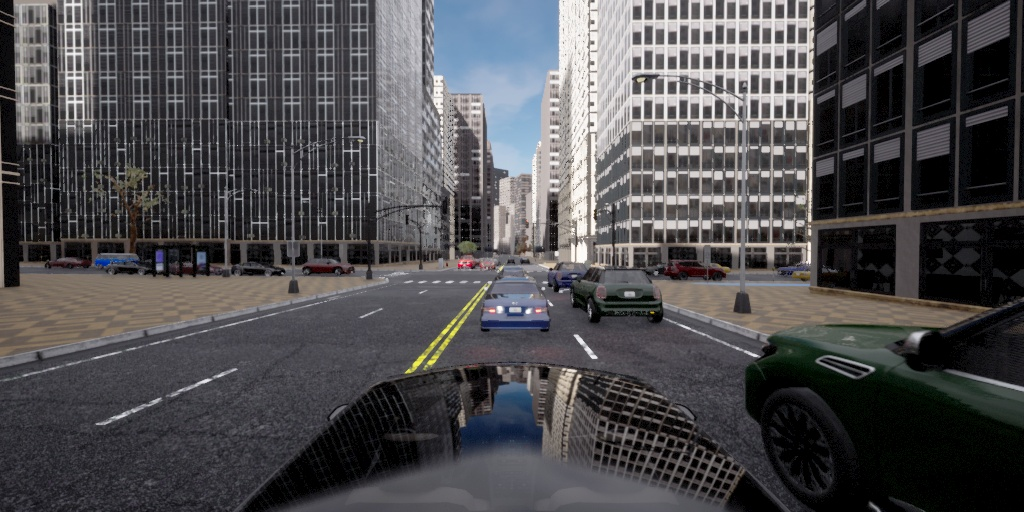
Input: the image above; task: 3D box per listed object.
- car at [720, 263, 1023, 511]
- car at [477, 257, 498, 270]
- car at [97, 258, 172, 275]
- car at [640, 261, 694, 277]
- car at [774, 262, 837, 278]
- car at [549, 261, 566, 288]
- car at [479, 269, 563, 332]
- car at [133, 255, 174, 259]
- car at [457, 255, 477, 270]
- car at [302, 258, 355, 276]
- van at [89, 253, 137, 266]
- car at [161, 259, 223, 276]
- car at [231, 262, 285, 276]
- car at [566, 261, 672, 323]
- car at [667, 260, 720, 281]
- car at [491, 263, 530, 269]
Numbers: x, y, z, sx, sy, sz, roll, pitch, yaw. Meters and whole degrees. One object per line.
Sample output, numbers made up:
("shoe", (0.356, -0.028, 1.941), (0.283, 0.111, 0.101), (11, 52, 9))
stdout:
("car", (3.341, 0.974, 1.126), (2.150, 2.045, 5.566), (0, 0, 1))
("car", (-3.424, 1.067, 51.258), (2.097, 1.767, 4.553), (0, 0, -1))
("car", (-34.165, 1.068, 32.532), (4.313, 1.339, 1.948), (0, 0, 1))
("car", (16.218, 1.363, 37.609), (4.892, 1.490, 1.837), (0, 1, -1))
("car", (30.497, 1.462, 37.369), (5.008, 1.535, 1.882), (0, 1, 1))
("car", (3.306, 1.091, 21.129), (2.097, 1.767, 4.553), (0, 0, 0))
("car", (0.082, 1.293, 10.819), (2.033, 1.411, 5.357), (0, 0, 0))
("car", (-33.560, 0.969, 35.154), (4.892, 1.490, 1.837), (1, 1, 1))
("car", (-6.704, 0.934, 53.402), (2.150, 2.045, 5.566), (0, 0, 0))
("car", (-17.714, 0.962, 34.795), (4.553, 1.767, 2.097), (1, 1, 3))
("van", (-45.375, 0.603, 41.167), (3.998, 1.789, 1.690), (0, 0, 1))
("car", (-28.484, 1.136, 32.371), (4.207, 1.307, 1.802), (0, 0, 1))
("car", (-22.799, 1.172, 32.251), (4.313, 1.339, 1.948), (0, 0, 1))
("car", (3.327, 1.097, 12.264), (2.097, 1.767, 4.553), (0, 0, 0))
("car", (16.127, 1.267, 31.809), (5.009, 1.841, 2.192), (0, 0, 1))
("car", (0.058, 1.304, 20.062), (1.994, 1.385, 4.181), (0, 0, 0))
